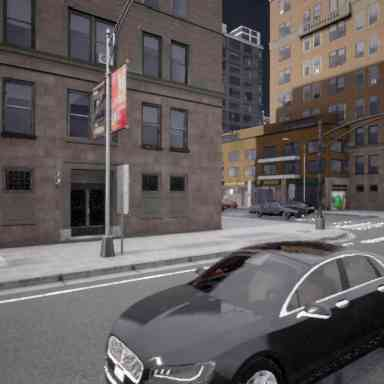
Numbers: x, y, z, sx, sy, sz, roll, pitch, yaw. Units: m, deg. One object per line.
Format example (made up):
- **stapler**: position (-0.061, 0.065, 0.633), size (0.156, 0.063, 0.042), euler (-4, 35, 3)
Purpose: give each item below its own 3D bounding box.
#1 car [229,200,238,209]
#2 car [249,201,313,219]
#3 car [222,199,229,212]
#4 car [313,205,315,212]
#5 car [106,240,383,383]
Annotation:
- **car**: position (4.181, 1.593, 43.298), size (1.802, 1.307, 4.206), euler (0, 0, -35)
- **car**: position (7.428, 1.540, 29.170), size (2.033, 1.411, 5.357), euler (0, 0, -37)
- **car**: position (1.645, 1.591, 37.379), size (1.895, 1.301, 4.718), euler (0, 0, -35)
- **car**: position (10.545, 1.580, 34.298), size (1.947, 1.339, 4.313), euler (0, 0, -35)
- **car**: position (1.281, 1.506, 4.600), size (4.892, 1.490, 1.837), euler (1, 0, -36)
